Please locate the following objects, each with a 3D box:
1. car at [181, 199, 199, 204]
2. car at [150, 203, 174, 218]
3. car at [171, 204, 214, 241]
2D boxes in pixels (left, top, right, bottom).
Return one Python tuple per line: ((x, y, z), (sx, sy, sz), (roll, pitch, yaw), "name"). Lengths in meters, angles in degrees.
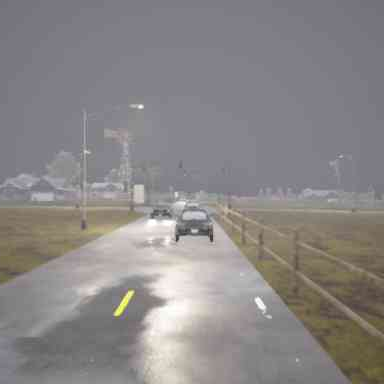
((0.068, 1.653, 32.336), (1.812, 1.442, 4.674), (0, 0, -1), "car")
((-2.760, 1.722, 31.207), (1.895, 1.301, 4.718), (0, 0, 0), "car")
((0.103, 1.570, 16.943), (1.812, 1.442, 4.674), (0, 0, 0), "car")
